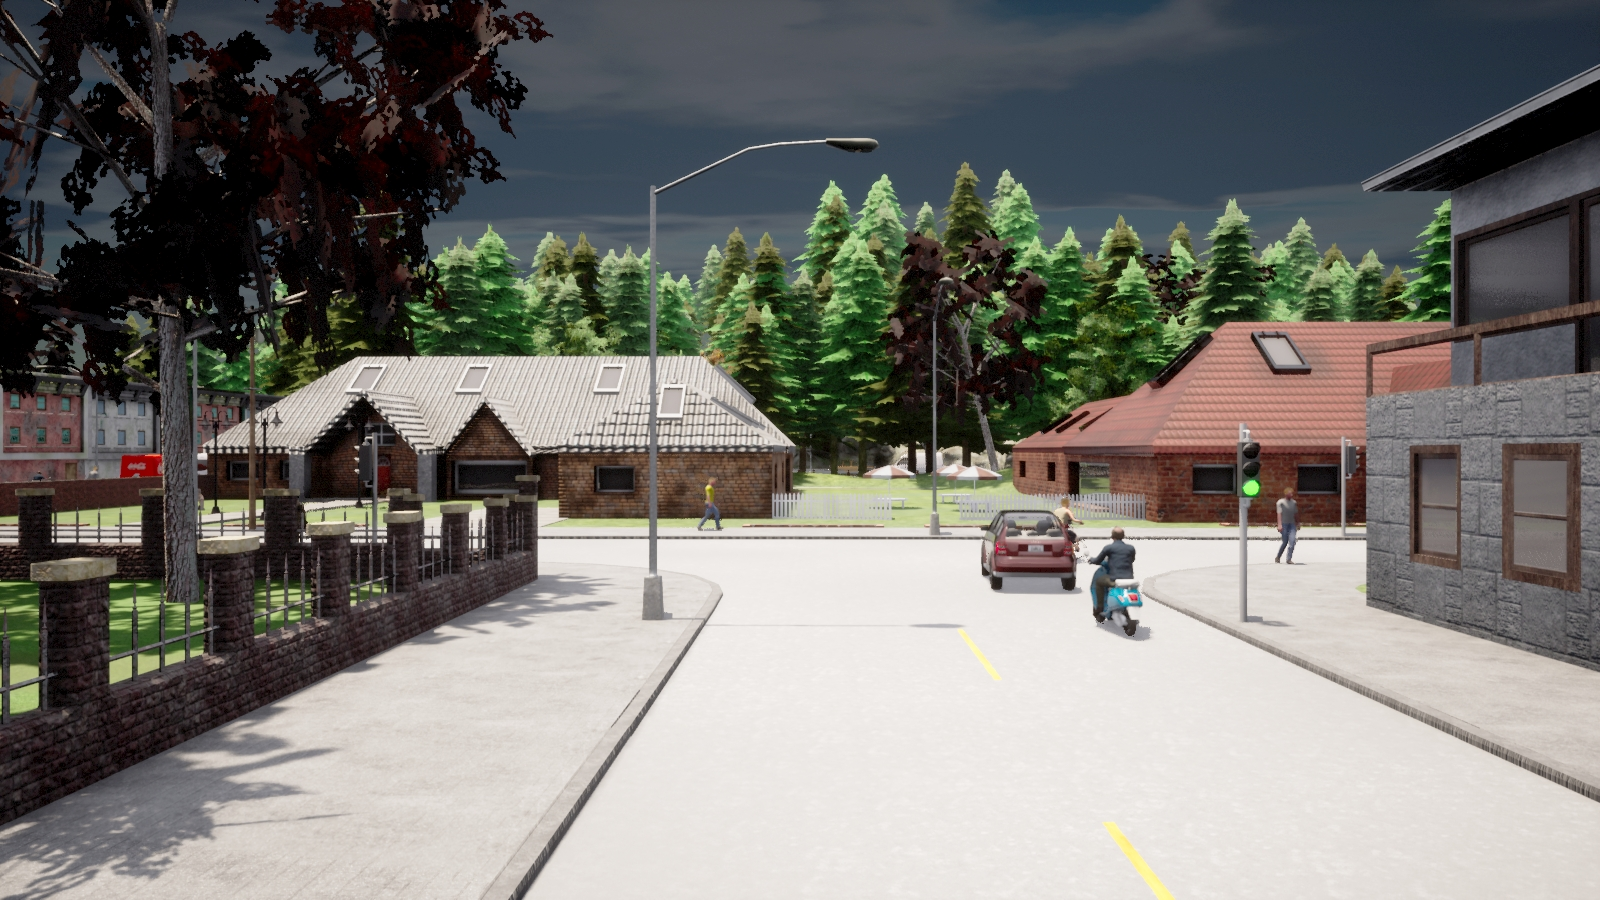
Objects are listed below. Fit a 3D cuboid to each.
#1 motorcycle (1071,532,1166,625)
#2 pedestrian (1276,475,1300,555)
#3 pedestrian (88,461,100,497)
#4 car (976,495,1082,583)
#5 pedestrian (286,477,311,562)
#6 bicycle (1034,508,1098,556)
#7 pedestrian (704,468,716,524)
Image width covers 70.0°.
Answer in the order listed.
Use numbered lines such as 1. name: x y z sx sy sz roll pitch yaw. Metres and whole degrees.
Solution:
1. motorcycle: 4.915 1.962 17.778 0.856 1.236 1.805 0 0 -5
2. pedestrian: 11.494 1.518 26.908 0.375 1.860 0.375 0 0 -9
3. pedestrian: -37.109 1.524 60.078 0.375 1.860 0.375 0 0 6
4. car: 4.754 1.806 24.129 1.789 1.549 3.705 0 0 5
5. pedestrian: -11.073 1.523 25.236 0.375 1.860 0.375 0 0 4
6. bicycle: 6.666 2.037 28.569 1.487 1.080 0.859 1 0 -43
7. pedestrian: -2.988 1.524 38.007 0.375 1.860 0.375 0 0 2
